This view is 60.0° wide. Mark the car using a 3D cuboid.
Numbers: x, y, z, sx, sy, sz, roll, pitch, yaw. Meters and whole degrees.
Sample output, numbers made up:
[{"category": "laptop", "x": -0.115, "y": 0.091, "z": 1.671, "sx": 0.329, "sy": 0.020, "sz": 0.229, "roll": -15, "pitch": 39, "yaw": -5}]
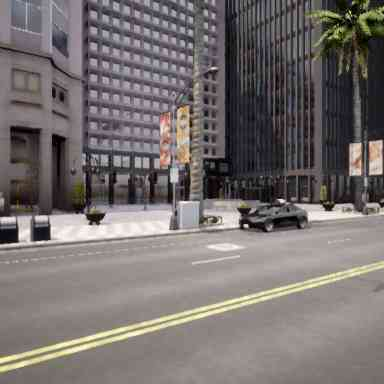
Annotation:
[{"category": "car", "x": 4.951, "y": 1.492, "z": 19.918, "sx": 4.786, "sy": 1.482, "sz": 2.161, "roll": 0, "pitch": 0, "yaw": -36}]
